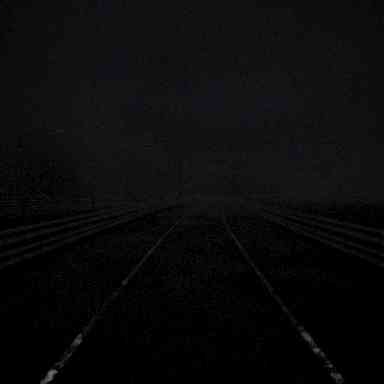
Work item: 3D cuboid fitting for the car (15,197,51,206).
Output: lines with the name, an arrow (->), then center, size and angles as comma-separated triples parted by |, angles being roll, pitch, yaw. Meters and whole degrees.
car -> -18.386, 1.278, 38.716 | 1.994, 1.385, 4.181 | 0, 0, 15

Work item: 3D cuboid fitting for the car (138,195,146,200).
car -> -9.146, 1.267, 71.209 | 1.882, 1.535, 5.008 | 0, 0, 17

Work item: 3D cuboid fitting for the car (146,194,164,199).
car -> -6.917, 1.334, 66.510 | 1.994, 1.385, 4.181 | 0, 0, 17

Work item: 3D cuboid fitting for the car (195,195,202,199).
car -> 0.316, 1.375, 89.132 | 1.994, 1.385, 4.181 | 0, 0, 19

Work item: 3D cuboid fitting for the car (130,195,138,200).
car -> -11.932, 1.337, 74.019 | 2.033, 1.411, 5.357 | 0, 0, 17
